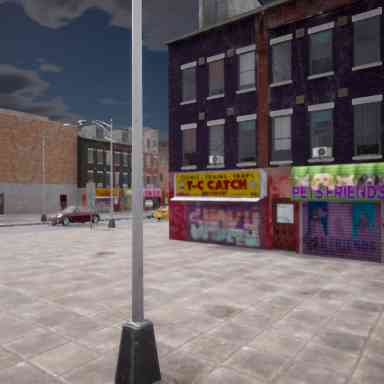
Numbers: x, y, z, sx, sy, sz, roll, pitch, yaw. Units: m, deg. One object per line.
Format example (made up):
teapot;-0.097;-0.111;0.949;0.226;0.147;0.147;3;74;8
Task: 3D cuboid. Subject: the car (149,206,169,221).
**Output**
car;-1.546;2.061;32.963;1.882;1.535;5.008;0;-1;36

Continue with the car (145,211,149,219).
car;-3.088;2.171;35.529;2.008;1.369;4.403;-2;-2;36

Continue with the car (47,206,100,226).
car;-9.514;1.825;26.737;1.967;1.590;4.097;-2;-2;36
